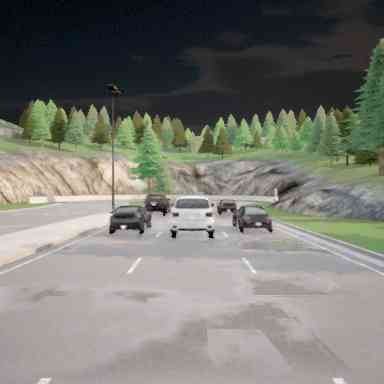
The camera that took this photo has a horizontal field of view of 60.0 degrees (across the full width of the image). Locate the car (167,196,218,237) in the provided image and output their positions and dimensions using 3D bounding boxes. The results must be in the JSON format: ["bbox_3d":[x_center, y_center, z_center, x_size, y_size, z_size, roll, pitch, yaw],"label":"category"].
[{"bbox_3d":[0.036,1.223,18.107,2.150,2.045,5.566,0,0,0],"label":"car"}]

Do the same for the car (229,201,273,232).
[{"bbox_3d":[3.551,1.525,19.932,1.812,1.442,4.674,0,0,0],"label":"car"}]

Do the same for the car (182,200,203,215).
[{"bbox_3d":[0.083,1.565,34.558,1.994,1.385,4.181,0,0,1],"label":"car"}]

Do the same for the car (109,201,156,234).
[{"bbox_3d":[-3.455,1.506,19.280,1.837,1.490,4.892,0,0,0],"label":"car"}]

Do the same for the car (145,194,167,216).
[{"bbox_3d":[-3.450,1.223,33.066,2.150,2.045,5.566,0,0,1],"label":"car"}]

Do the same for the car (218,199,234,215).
[{"bbox_3d":[3.577,1.506,34.274,1.837,1.490,4.892,0,0,1],"label":"car"}]
